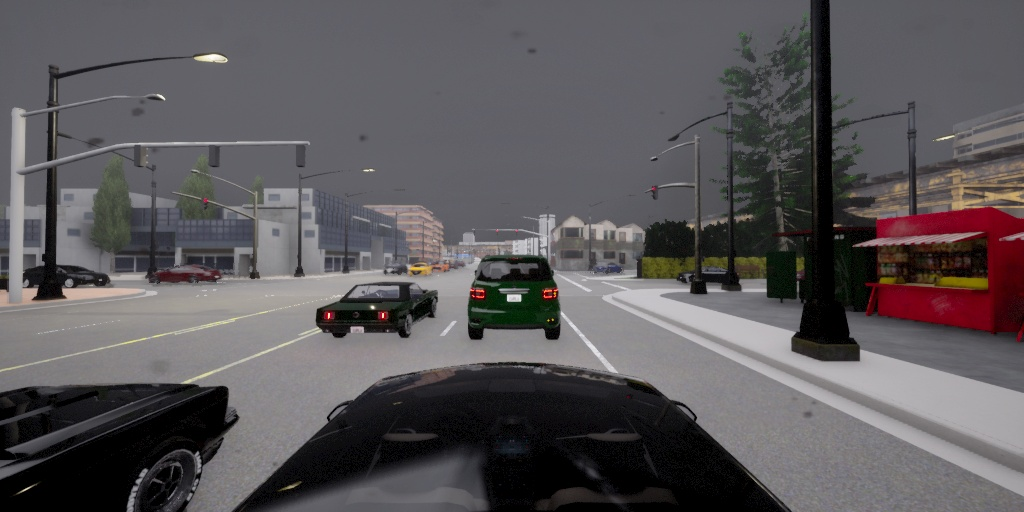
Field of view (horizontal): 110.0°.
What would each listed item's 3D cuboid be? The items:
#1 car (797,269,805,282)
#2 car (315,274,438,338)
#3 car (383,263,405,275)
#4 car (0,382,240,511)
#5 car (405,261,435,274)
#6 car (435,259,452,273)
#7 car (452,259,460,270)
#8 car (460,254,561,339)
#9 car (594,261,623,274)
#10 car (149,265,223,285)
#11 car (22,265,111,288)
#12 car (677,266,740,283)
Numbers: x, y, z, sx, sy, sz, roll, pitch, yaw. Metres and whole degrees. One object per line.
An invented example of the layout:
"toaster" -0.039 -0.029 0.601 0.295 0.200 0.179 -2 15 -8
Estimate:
"car" 23.250 1.409 27.020 4.674 1.442 1.812 0 -1 1
"car" -3.435 1.368 10.223 1.895 1.301 4.718 0 0 0
"car" -14.117 1.574 43.720 2.128 1.511 4.902 0 -1 0
"car" -3.402 1.351 1.084 1.895 1.301 4.718 0 0 0
"car" -10.303 1.535 40.397 1.882 1.535 5.008 0 -1 -4
"car" -10.614 1.511 52.706 2.097 1.767 4.553 0 -1 0
"car" -10.592 1.715 62.610 1.994 1.385 4.181 0 0 0
"car" 0.062 0.986 10.206 2.150 2.045 5.566 0 0 0
"car" 13.221 1.533 48.908 4.553 1.767 2.097 1 -1 -45
"car" -24.649 1.411 27.186 4.674 1.442 1.812 0 0 1
"car" -29.637 1.343 23.733 4.892 1.490 1.837 0 -1 1
"car" 14.753 1.448 27.089 4.181 1.385 1.994 0 -1 0
